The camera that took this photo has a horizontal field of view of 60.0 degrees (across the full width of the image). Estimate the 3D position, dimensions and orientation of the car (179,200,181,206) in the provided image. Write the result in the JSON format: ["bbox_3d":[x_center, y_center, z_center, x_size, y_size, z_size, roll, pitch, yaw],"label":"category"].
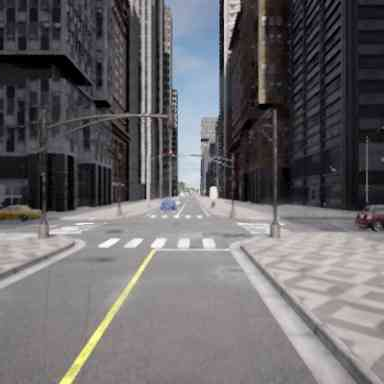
[{"bbox_3d":[-3.047,1.897,59.876,1.895,1.301,4.718,0,0,0],"label":"car"}]

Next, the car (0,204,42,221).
[{"bbox_3d":[-15.023,1.708,28.173,4.829,1.417,1.752,0,0,0],"label":"car"}]

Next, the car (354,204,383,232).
[{"bbox_3d":[11.890,1.484,19.493,4.097,1.590,1.967,0,0,0],"label":"car"}]

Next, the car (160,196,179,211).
[{"bbox_3d":[-3.095,1.693,44.198,1.882,1.535,5.008,0,0,0],"label":"car"}]
